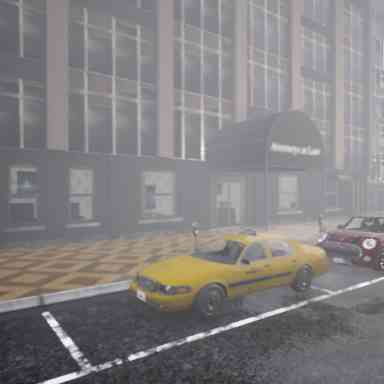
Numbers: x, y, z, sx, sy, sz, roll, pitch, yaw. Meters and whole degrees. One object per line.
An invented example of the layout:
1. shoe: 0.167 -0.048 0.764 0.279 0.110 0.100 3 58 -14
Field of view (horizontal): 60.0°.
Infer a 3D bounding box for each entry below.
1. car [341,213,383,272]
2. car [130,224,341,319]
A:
1. car: 5.839 1.436 10.734 4.097 1.590 1.967 0 0 -36
2. car: 1.061 1.524 7.323 4.829 1.417 1.752 0 0 -36
